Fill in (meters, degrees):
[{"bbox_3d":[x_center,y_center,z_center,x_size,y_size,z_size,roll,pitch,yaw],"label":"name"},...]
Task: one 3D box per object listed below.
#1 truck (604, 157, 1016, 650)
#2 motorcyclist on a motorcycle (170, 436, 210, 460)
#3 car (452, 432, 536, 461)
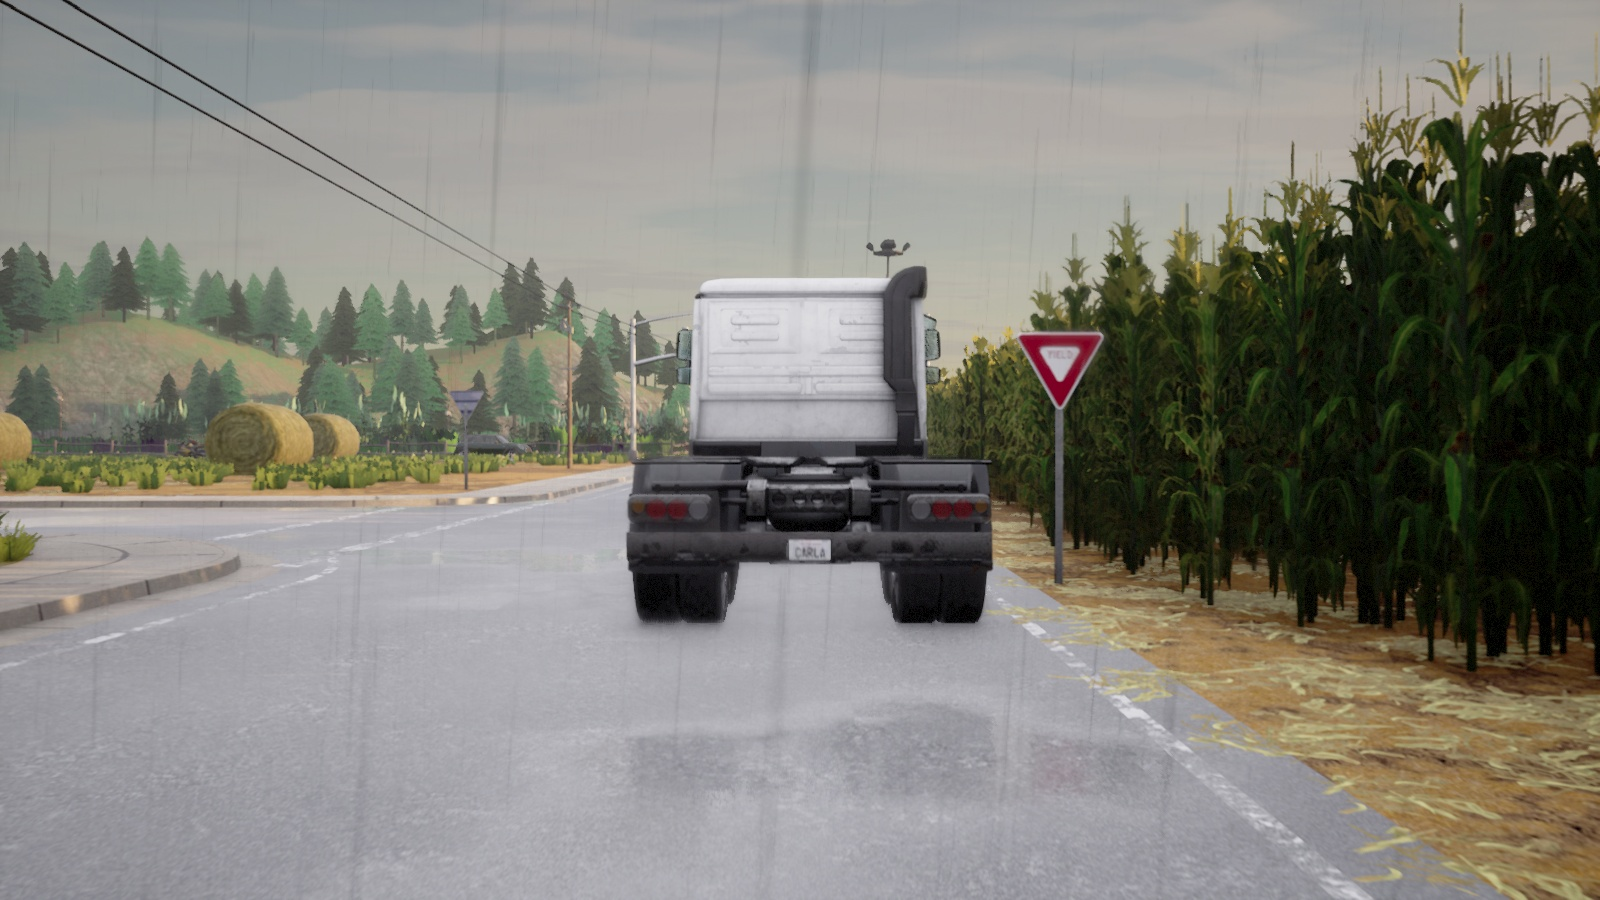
[{"bbox_3d":[0.088,-0.367,12.798,2.891,3.462,7.936,0,1,0],"label":"truck"},{"bbox_3d":[-39.419,-0.112,81.124,2.191,1.530,0.866,0,1,3],"label":"motorcyclist on a motorcycle"},{"bbox_3d":[-18.610,-0.224,76.424,4.553,1.767,2.097,0,1,3],"label":"car"}]
